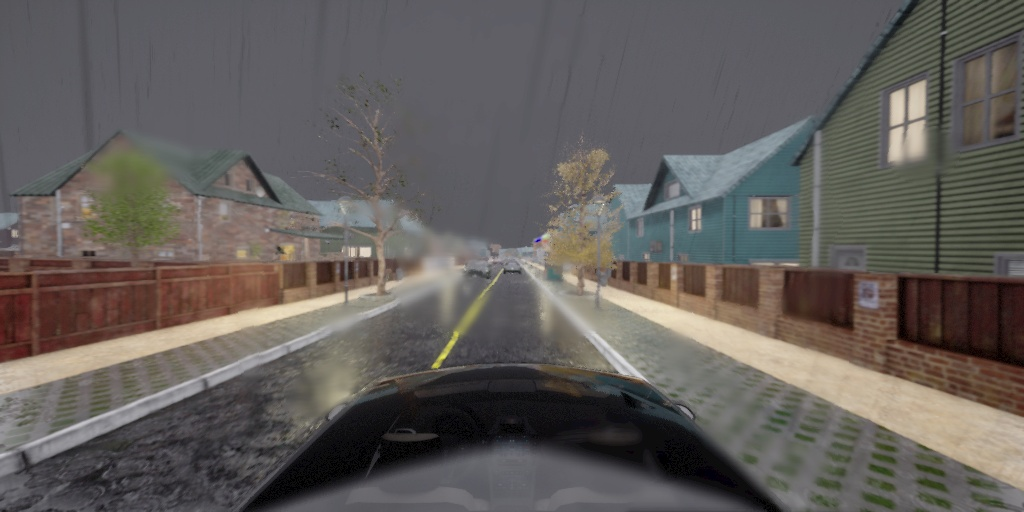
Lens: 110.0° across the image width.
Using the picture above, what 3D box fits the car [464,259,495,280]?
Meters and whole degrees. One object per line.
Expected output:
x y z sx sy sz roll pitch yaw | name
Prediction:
-2.849 1.082 30.789 2.097 1.767 4.553 0 0 0 | car

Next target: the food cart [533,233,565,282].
3.005 0.199 26.580 2.280 3.560 4.660 0 0 0 | food cart

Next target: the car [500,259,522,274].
0.046 1.290 39.947 1.994 1.385 4.181 0 0 0 | car
